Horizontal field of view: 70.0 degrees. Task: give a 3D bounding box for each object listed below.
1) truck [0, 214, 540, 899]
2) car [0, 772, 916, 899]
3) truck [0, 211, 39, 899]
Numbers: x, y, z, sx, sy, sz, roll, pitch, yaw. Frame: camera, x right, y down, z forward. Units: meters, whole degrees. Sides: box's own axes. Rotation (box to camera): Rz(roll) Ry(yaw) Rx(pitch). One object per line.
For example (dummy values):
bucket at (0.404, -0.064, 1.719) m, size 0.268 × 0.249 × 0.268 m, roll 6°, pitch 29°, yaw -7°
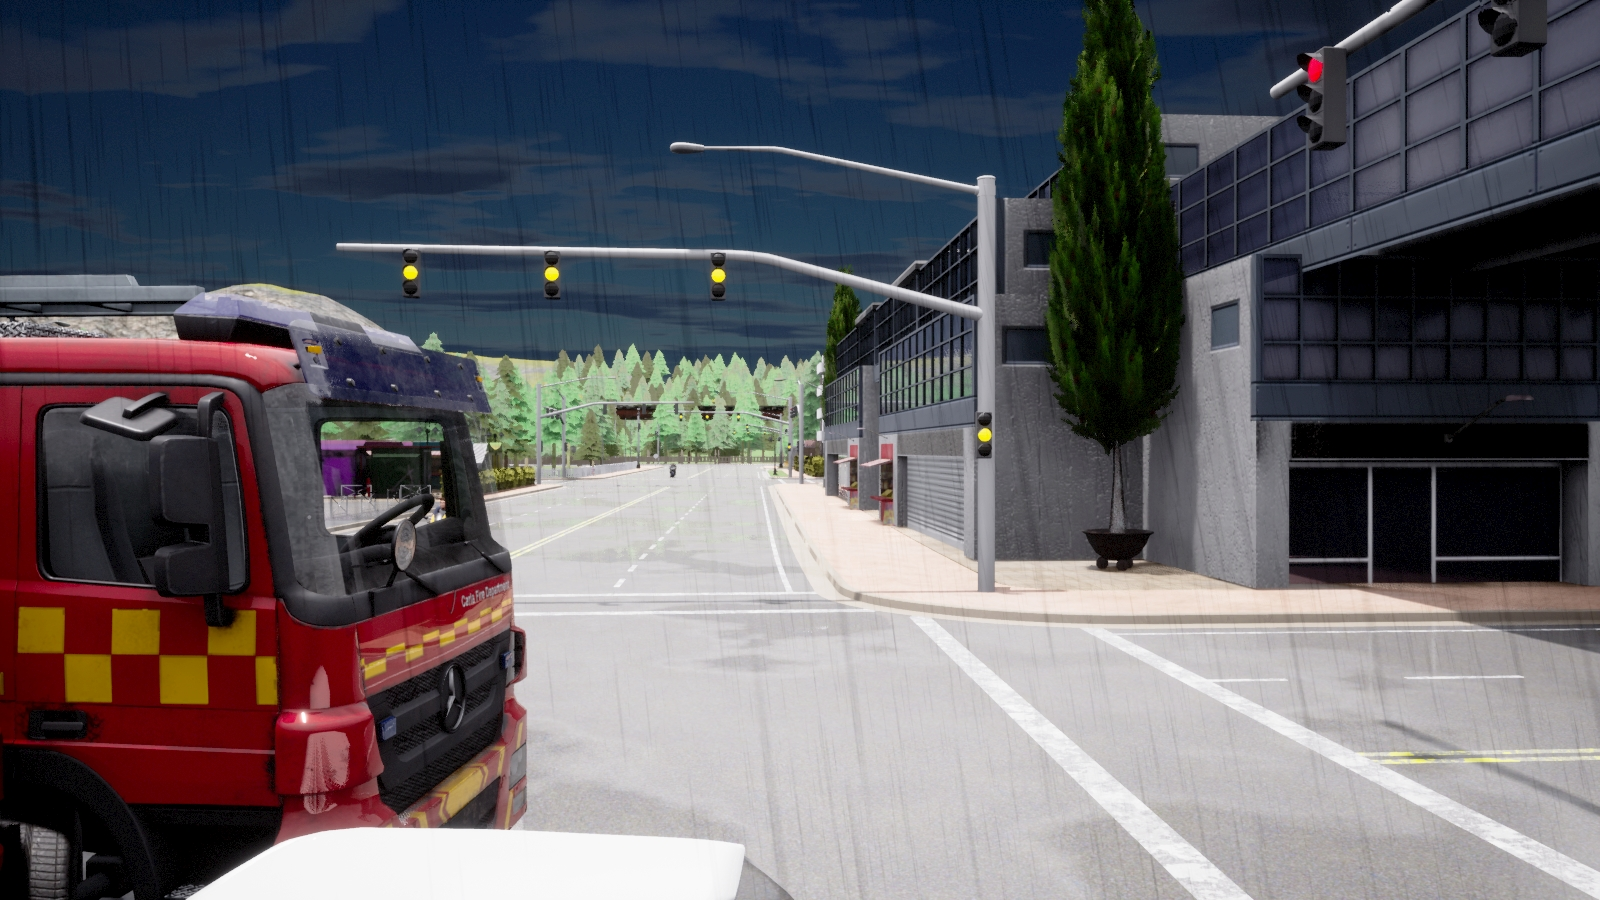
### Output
truck at (-6.102, 0.890, 6.659) m, size 8.468 × 3.827 × 2.891 m, roll 0°, pitch 0°, yaw 4°
car at (-1.549, 2.065, 3.579) m, size 3.806 × 1.475 × 1.970 m, roll 0°, pitch 0°, yaw 5°
truck at (-7.587, 0.890, 3.490) m, size 8.468 × 3.827 × 2.891 m, roll 0°, pitch 0°, yaw -3°
